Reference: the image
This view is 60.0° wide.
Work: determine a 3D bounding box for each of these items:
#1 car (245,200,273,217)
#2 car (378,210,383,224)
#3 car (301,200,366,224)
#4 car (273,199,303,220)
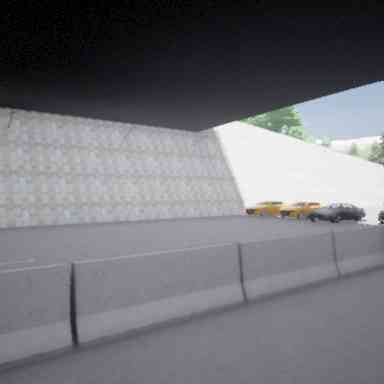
[{"bbox_3d":[7.050,1.439,30.493,5.008,1.535,1.882,0,0,-35],"label":"car"},{"bbox_3d":[14.862,1.450,23.165,4.902,1.511,2.128,0,0,-35],"label":"car"},{"bbox_3d":[10.731,1.510,24.524,5.357,1.411,2.033,0,0,-35],"label":"car"},{"bbox_3d":[9.411,1.439,27.877,5.008,1.535,1.882,0,0,-35],"label":"car"}]
